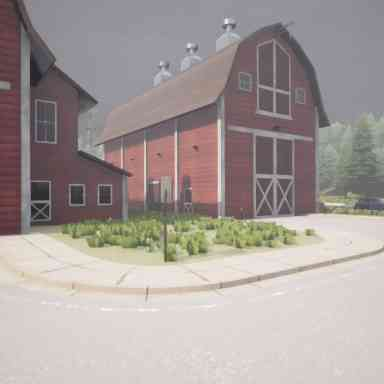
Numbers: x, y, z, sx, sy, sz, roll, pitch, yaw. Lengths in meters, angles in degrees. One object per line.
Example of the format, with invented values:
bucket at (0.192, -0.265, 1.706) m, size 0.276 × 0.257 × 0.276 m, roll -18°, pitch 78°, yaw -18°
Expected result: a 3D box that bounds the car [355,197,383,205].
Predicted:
car at (20.137, 1.388, 36.086) m, size 2.097 × 1.767 × 4.553 m, roll 0°, pitch 0°, yaw -34°
